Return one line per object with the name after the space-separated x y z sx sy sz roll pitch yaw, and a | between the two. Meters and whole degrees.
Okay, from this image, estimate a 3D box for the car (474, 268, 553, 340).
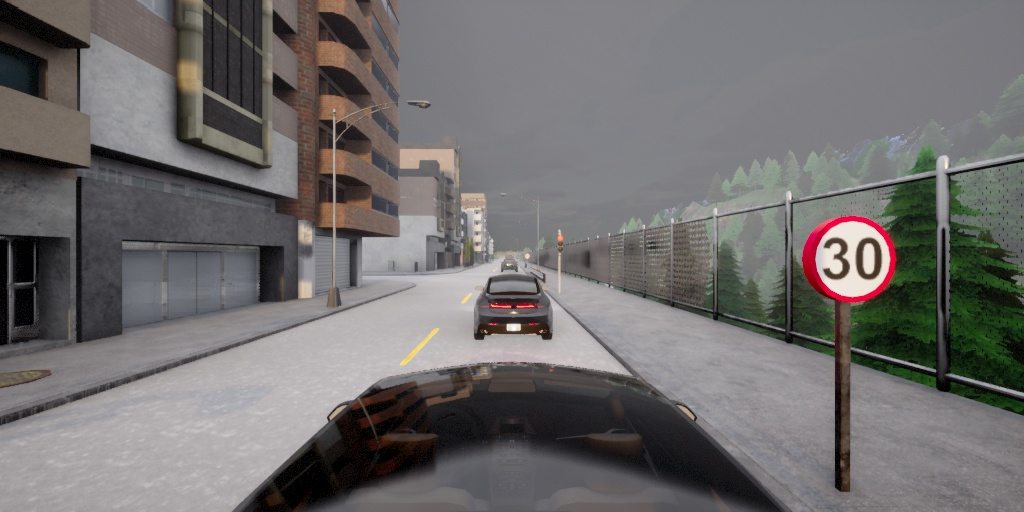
0.015 1.255 9.957 1.837 1.490 4.892 0 0 0 | car

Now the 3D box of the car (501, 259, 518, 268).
-0.333 1.102 45.686 2.097 1.767 4.553 0 0 -1 | car
